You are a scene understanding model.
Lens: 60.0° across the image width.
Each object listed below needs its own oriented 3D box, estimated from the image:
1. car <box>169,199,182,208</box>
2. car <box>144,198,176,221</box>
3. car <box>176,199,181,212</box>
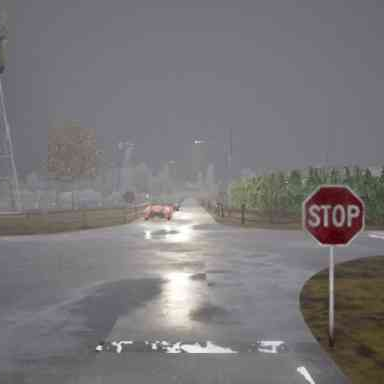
[{"bbox_3d":[-2.728,1.898,56.075,2.033,1.411,5.357,0,-1,0],"label":"car"},{"bbox_3d":[-2.738,1.439,28.008,2.097,1.767,4.553,0,-1,0],"label":"car"},{"bbox_3d":[-2.733,1.601,43.011,2.097,1.767,4.553,0,-1,0],"label":"car"}]
